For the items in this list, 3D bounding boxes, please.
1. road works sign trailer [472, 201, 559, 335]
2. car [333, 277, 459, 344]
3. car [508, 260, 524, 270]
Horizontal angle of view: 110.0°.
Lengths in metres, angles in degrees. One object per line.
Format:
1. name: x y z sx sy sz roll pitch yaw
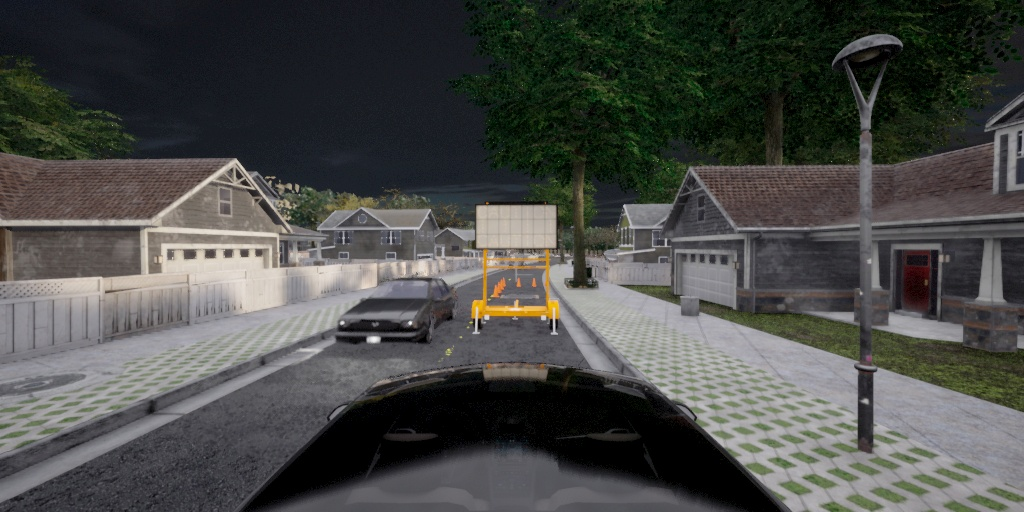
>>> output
1. road works sign trailer: 0.128 0.213 10.555 2.380 3.560 2.880 0 0 2
2. car: -2.712 1.295 9.852 2.033 1.411 5.357 0 0 1
3. car: 0.641 1.202 51.612 2.128 1.511 4.902 0 0 8
